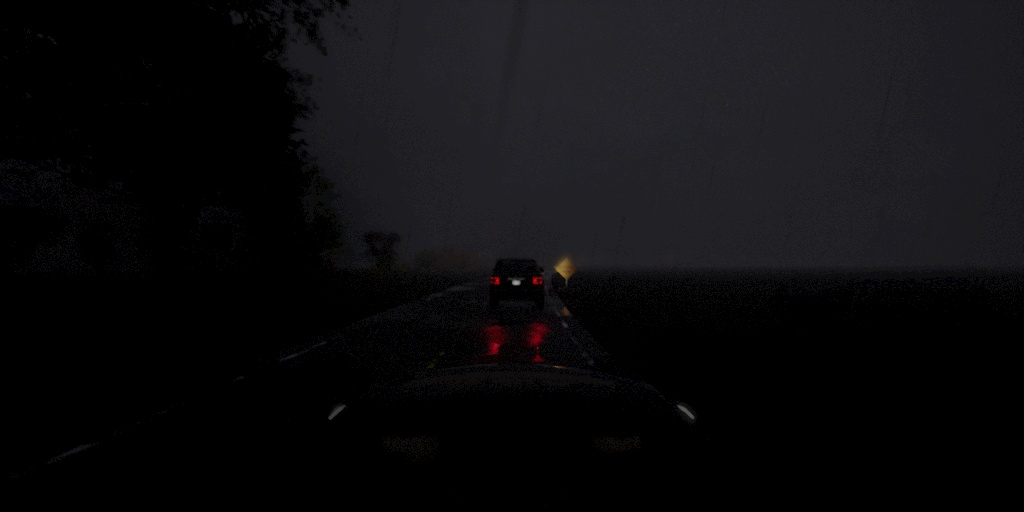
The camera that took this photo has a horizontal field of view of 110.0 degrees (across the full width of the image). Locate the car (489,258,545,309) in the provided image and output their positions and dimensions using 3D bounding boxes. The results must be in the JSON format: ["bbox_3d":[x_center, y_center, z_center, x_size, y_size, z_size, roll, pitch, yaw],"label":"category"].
[{"bbox_3d":[0.274,1.094,15.791,2.150,2.045,5.566,0,0,3],"label":"car"}]

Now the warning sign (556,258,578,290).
[{"bbox_3d":[3.216,1.041,21.128,1.300,1.860,1.060,0,0,4],"label":"warning sign"}]
